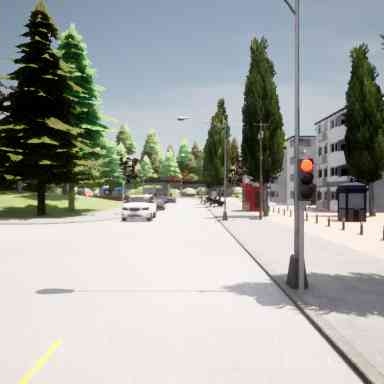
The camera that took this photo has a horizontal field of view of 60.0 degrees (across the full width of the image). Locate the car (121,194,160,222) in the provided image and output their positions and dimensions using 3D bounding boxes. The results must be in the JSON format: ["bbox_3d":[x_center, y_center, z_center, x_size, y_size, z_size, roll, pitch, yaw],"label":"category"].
[{"bbox_3d":[-4.120,1.221,26.572,2.150,2.045,5.566,0,0,0],"label":"car"}]

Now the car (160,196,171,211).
[{"bbox_3d":[-4.130,1.547,40.782,2.033,1.411,5.357,0,0,0],"label":"car"}]

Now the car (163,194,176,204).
[{"bbox_3d":[-4.055,1.564,63.656,1.994,1.385,4.181,0,0,1],"label":"car"}]
